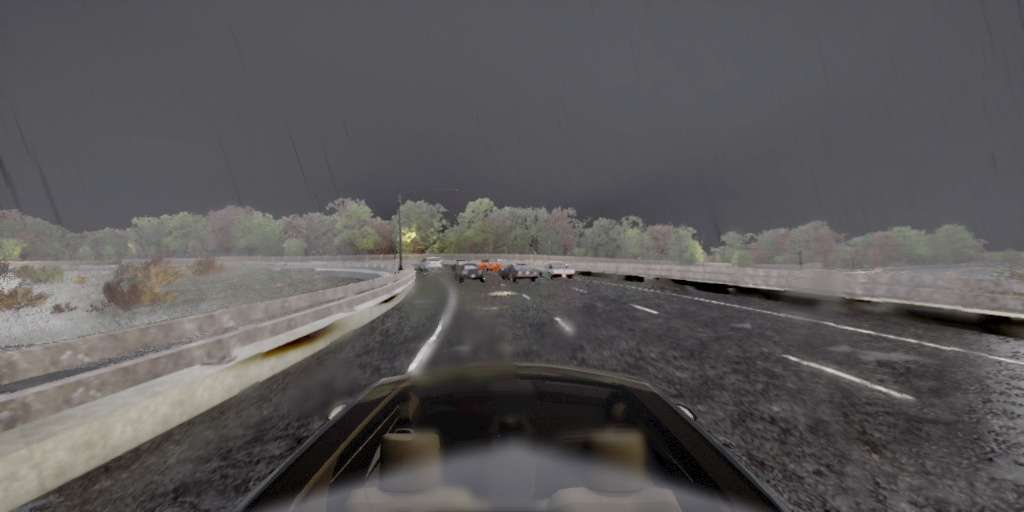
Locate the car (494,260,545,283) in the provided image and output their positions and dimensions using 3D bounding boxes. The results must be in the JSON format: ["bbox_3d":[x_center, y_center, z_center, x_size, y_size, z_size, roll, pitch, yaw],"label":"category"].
[{"bbox_3d":[0.420,1.288,28.390,2.033,1.411,5.357,-1,0,-17],"label":"car"}]

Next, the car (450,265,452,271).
[{"bbox_3d":[-6.991,1.417,48.953,2.033,1.411,5.357,-1,0,-25],"label":"car"}]

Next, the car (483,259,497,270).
[{"bbox_3d":[-3.163,1.153,48.923,2.097,1.767,4.553,-1,0,-24],"label":"car"}]

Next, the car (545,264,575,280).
[{"bbox_3d":[3.527,1.286,30.220,1.895,1.301,4.718,-1,0,-15],"label":"car"}]

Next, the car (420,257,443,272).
[{"bbox_3d":[-11.196,1.168,49.533,2.150,2.045,5.566,-1,0,-26],"label":"car"}]

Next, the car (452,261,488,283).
[{"bbox_3d":[-3.484,1.335,29.105,1.812,1.442,4.674,-1,0,-15],"label":"car"}]
